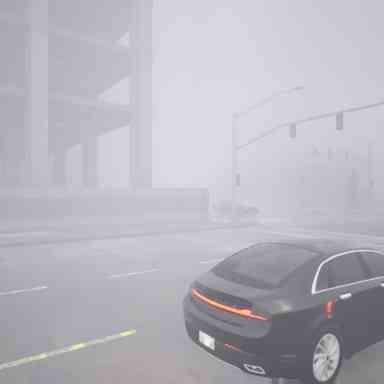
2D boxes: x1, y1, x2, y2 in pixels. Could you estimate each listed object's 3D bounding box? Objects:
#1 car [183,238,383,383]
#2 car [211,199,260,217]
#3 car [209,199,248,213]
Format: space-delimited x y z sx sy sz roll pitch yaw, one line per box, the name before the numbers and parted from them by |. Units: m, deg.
car | 2.160 1.505 5.329 4.892 1.490 1.837 0 0 -35
car | 4.190 1.601 31.732 1.895 1.301 4.718 0 0 -36
car | 4.055 1.526 37.886 1.812 1.442 4.674 0 0 -36
